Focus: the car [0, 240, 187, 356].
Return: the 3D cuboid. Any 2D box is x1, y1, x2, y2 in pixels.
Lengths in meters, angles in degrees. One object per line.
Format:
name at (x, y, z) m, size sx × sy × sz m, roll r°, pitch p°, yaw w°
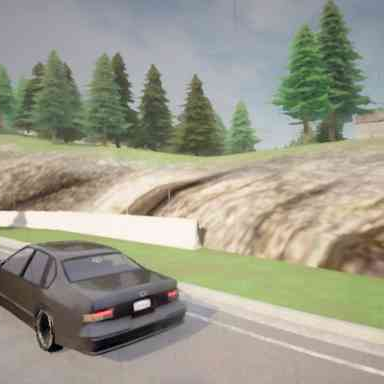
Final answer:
car at (-2.479, 1.664, 6.421) m, size 5.357 × 1.411 × 2.033 m, roll -1°, pitch -1°, yaw 45°
